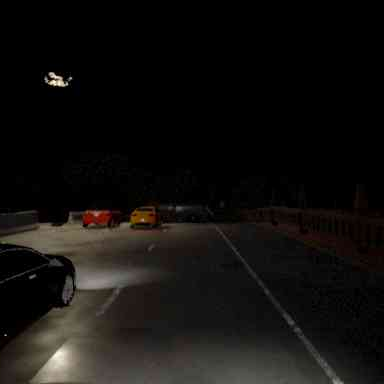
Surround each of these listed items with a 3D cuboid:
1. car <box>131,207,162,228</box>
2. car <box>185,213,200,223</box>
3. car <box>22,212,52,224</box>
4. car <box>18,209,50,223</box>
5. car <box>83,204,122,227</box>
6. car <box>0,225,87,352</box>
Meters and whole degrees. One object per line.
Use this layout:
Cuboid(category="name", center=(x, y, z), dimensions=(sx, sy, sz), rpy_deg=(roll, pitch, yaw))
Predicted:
Cuboid(category="car", center=(-3.398, 1.868, 25.361), dimensions=(1.882, 1.535, 5.008), rpy_deg=(0, -2, 0))
Cuboid(category="car", center=(0.104, 3.664, 46.136), dimensions=(1.994, 1.385, 4.181), rpy_deg=(0, -7, 0))
Cuboid(category="car", center=(-21.072, 3.560, 45.541), dimensions=(1.812, 1.442, 4.674), rpy_deg=(0, -7, 0))
Cuboid(category="car", center=(-17.590, 2.571, 36.272), dimensions=(1.882, 1.535, 5.008), rpy_deg=(0, -5, 0))
Cuboid(category="car", center=(-6.898, 1.775, 26.095), dimensions=(2.097, 1.767, 4.553), rpy_deg=(0, -3, 0))
Cuboid(category="car", center=(-3.399, 1.557, 5.227), dimensions=(1.837, 1.490, 4.892), rpy_deg=(0, 0, 0))
